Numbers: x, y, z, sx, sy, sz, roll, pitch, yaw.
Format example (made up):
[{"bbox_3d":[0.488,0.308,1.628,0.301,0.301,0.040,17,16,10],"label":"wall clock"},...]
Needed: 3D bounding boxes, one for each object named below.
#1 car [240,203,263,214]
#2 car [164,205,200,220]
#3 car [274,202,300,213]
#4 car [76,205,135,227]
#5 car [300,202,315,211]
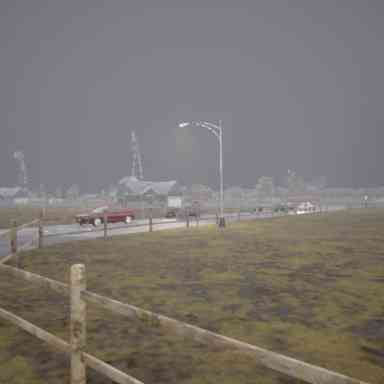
[{"bbox_3d":[8.345,2.263,47.115,2.128,1.511,4.902,-2,-2,36],"label":"car"},{"bbox_3d":[-0.958,2.060,34.142,1.994,1.385,4.181,-2,-2,36],"label":"car"},{"bbox_3d":[13.436,2.244,47.919,1.837,1.490,4.892,-2,-2,36],"label":"car"},{"bbox_3d":[-6.704,1.811,26.123,1.882,1.535,5.008,-2,-2,36],"label":"car"},{"bbox_3d":[19.453,2.456,56.324,1.812,1.442,4.674,-2,-2,36],"label":"car"}]
